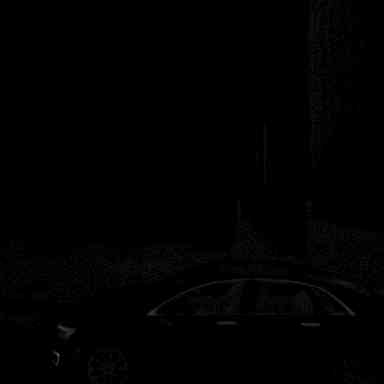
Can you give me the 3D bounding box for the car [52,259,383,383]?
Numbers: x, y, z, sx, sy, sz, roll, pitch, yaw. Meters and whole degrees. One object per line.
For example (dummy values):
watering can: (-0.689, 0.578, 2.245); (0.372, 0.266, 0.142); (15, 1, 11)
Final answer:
car: (0.472, 1.590, 4.322); (4.403, 1.369, 2.008); (0, -1, 5)
